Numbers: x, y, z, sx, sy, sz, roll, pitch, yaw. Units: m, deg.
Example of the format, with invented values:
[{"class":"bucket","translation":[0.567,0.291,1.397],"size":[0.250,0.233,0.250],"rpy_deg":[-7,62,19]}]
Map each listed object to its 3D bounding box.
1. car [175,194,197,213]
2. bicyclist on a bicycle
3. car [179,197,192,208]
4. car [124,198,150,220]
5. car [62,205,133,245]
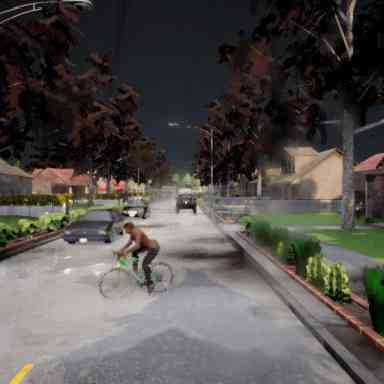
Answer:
[{"class":"car","translation":[-0.646,1.219,36.990],"size":[2.150,2.045,5.566],"rpy_deg":[0,0,-1]},{"class":"bicyclist on a bicycle","translation":[-1.176,1.449,7.148],"size":[1.656,1.620,0.582],"rpy_deg":[-2,1,-26]},{"class":"car","translation":[-0.905,1.525,49.034],"size":[1.812,1.442,4.674],"rpy_deg":[0,0,-1]},{"class":"car","translation":[-4.615,1.491,27.880],"size":[2.128,1.511,4.902],"rpy_deg":[0,0,-1]},{"class":"car","translation":[-4.395,1.548,15.963],"size":[2.033,1.411,5.357],"rpy_deg":[0,0,-1]}]
